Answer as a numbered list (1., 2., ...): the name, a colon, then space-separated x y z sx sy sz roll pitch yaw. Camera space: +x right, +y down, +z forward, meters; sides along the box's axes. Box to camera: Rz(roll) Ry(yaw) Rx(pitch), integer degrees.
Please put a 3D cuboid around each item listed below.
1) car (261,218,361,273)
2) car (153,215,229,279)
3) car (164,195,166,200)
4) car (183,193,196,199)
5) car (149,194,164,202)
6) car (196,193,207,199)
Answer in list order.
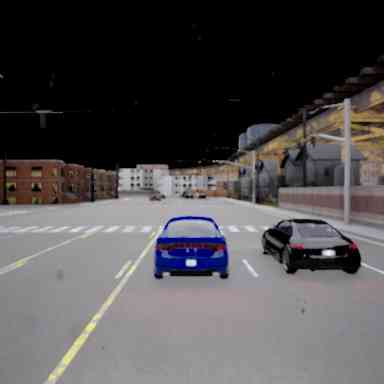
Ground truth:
1. car: 3.481 1.515 10.481 1.994 1.385 4.181 0 0 0
2. car: -0.020 1.439 9.998 1.882 1.535 5.008 0 0 0
3. car: -7.648 1.208 83.503 1.812 1.442 4.674 0 0 0
4. car: -0.701 0.996 88.115 2.097 1.767 4.553 0 0 -4
5. car: -7.531 1.101 68.115 2.097 1.767 4.553 0 0 0
6. car: 2.782 1.110 89.031 1.882 1.535 5.008 0 0 -4
